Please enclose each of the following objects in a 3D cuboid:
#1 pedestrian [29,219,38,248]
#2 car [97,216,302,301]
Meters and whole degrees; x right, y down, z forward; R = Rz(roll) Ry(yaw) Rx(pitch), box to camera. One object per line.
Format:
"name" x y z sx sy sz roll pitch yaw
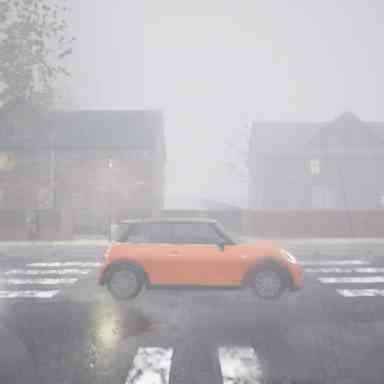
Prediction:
"pedestrian" -6.674 1.404 13.953 0.375 1.860 0.375 0 -1 1
"car" 0.201 1.406 7.971 4.553 1.767 2.097 0 -1 1
